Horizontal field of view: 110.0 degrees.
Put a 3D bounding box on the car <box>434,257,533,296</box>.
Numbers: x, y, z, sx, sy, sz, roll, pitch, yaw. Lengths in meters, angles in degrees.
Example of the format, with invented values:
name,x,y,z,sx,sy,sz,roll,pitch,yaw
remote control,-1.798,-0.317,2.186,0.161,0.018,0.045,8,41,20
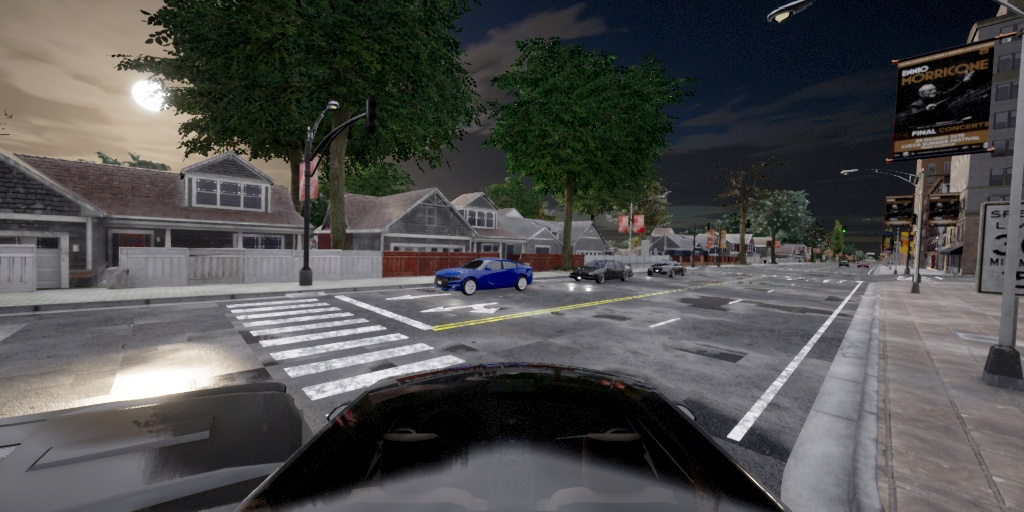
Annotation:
name,x,y,z,sx,sy,sz,roll,pitch,yaw
car,-1.173,0.827,16.427,5.008,1.535,1.882,0,2,-44

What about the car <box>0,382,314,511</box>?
name,x,y,z,sx,sy,sz,roll,pitch,yaw
car,-3.307,1.294,1.232,4.718,1.301,1.895,1,2,-34

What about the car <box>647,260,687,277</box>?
name,x,y,z,sx,sy,sz,roll,pitch,yaw
car,13.135,1.016,30.325,4.181,1.385,1.994,0,2,-45

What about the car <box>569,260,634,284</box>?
name,x,y,z,sx,sy,sz,roll,pitch,yaw
car,5.965,0.947,23.375,5.357,1.411,2.033,0,2,-44
